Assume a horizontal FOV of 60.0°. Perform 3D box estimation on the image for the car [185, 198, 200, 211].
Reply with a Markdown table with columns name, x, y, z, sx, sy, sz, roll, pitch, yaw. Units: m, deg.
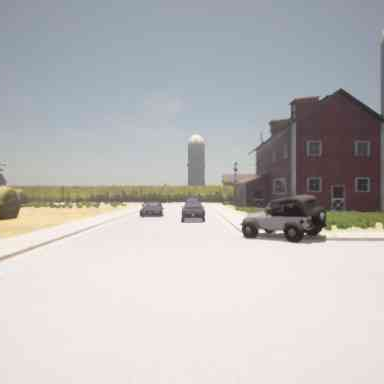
| name | x | y | z | sx | sy | sz | roll | pitch | yaw |
| --- | --- | --- | --- | --- | --- | --- | --- | --- | --- |
| car | 0.095 | 1.548 | 42.518 | 1.837 | 1.490 | 4.892 | 0 | 0 | 0 |

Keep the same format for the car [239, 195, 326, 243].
| name | x | y | z | sx | sy | sz | roll | pitch | yaw |
| --- | --- | --- | --- | --- | --- | --- | --- | --- | --- |
| car | 4.162 | 1.160 | 15.398 | 1.905 | 1.878 | 3.866 | -8 | 3 | -42 |

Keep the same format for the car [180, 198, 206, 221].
| name | x | y | z | sx | sy | sz | roll | pitch | yaw |
| --- | --- | --- | --- | --- | --- | --- | --- | --- | --- |
| car | 0.096 | 1.519 | 27.187 | 2.128 | 1.511 | 4.902 | 0 | 0 | 0 |

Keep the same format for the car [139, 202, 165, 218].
| name | x | y | z | sx | sy | sz | roll | pitch | yaw |
| --- | --- | --- | --- | --- | --- | --- | --- | --- | --- |
| car | -3.598 | 1.595 | 30.406 | 1.994 | 1.385 | 4.181 | 0 | 0 | 0 |
